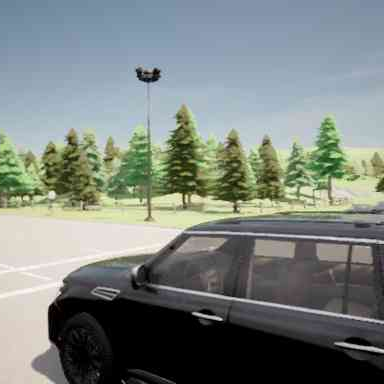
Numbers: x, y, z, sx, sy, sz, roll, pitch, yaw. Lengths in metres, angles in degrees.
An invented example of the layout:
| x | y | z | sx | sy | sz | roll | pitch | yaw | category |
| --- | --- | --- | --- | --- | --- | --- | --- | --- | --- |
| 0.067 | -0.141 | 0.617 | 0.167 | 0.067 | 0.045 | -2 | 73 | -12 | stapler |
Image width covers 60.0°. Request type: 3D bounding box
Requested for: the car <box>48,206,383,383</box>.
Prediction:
| x | y | z | sx | sy | sz | roll | pitch | yaw | category |
| --- | --- | --- | --- | --- | --- | --- | --- | --- | --- |
| 0.812 | 1.240 | 3.546 | 5.566 | 2.045 | 2.150 | -1 | 0 | 35 | car |

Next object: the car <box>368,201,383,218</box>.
| x | y | z | sx | sy | sz | roll | pitch | yaw | category |
| --- | --- | --- | --- | --- | --- | --- | --- | --- | --- |
| 18.893 | 1.626 | 32.520 | 2.033 | 1.411 | 5.357 | -1 | -1 | 39 | car |

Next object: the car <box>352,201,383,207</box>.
| x | y | z | sx | sy | sz | roll | pitch | yaw | category |
| --- | --- | --- | --- | --- | --- | --- | --- | --- | --- |
| 12.614 | 1.622 | 24.683 | 2.033 | 1.411 | 5.357 | -1 | -1 | 38 | car |
